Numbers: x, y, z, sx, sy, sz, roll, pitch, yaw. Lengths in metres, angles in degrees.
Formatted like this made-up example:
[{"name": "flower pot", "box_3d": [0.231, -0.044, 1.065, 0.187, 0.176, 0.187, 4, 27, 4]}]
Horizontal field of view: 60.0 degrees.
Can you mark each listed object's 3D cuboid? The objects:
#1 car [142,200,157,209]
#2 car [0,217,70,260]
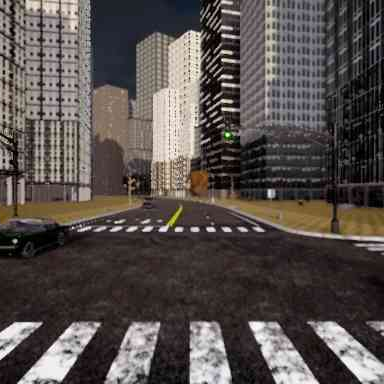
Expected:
[{"name": "car", "box_3d": [-6.588, 1.937, 51.562, 1.994, 1.385, 4.181, 0, 0, 0]}, {"name": "car", "box_3d": [-6.517, 1.688, 13.027, 1.895, 1.301, 4.718, 0, 0, 0]}]
